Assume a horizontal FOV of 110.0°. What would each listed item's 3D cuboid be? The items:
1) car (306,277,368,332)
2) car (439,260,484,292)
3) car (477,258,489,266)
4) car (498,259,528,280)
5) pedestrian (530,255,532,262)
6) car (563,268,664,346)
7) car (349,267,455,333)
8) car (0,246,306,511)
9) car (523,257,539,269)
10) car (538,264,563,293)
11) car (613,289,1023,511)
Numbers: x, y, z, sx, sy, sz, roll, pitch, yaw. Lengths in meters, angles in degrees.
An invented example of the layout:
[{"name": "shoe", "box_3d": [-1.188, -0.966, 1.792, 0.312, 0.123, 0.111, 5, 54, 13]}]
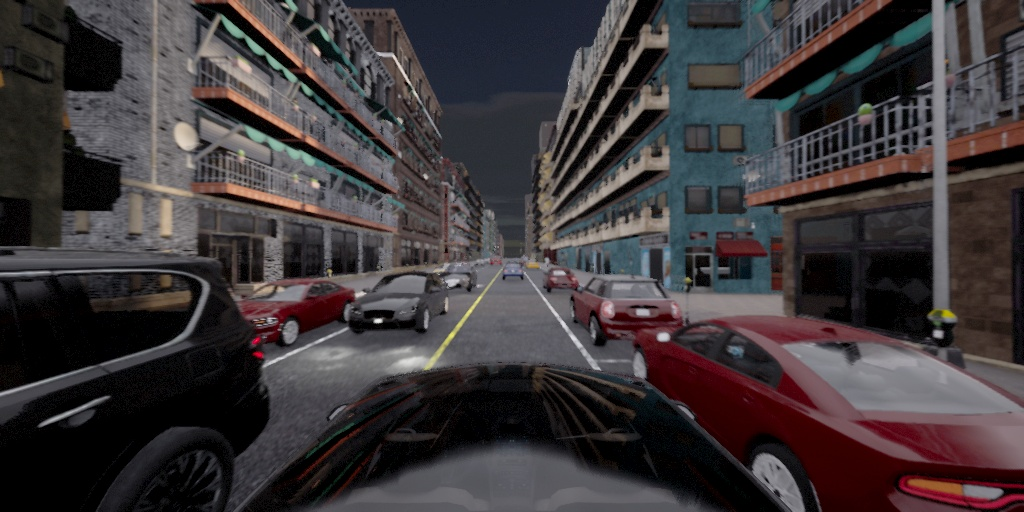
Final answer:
[{"name": "car", "box_3d": [-5.694, 1.285, 9.338, 1.888, 1.381, 4.507, 0, 0, 0]}, {"name": "car", "box_3d": [-3.100, 1.218, 21.187, 2.128, 1.511, 4.902, 0, 0, 0]}, {"name": "car", "box_3d": [-5.721, 1.231, 64.572, 2.007, 1.370, 4.403, 0, 0, 0]}, {"name": "car", "box_3d": [0.081, 1.263, 31.119, 2.033, 1.411, 5.357, 0, 0, 0]}, {"name": "pedestrian", "box_3d": [2.973, 0.735, 55.340, 0.375, 1.860, 0.375, 1, 0, 0]}, {"name": "car", "box_3d": [2.687, 1.180, 9.329, 1.967, 1.591, 4.097, 0, 0, 0]}, {"name": "car", "box_3d": [-3.103, 1.243, 10.740, 1.837, 1.490, 4.892, 0, 0, 0]}, {"name": "car", "box_3d": [-3.100, 0.973, 0.685, 2.150, 2.045, 5.566, 0, 0, 0]}, {"name": "car", "box_3d": [2.974, 1.149, 52.337, 1.801, 1.575, 5.366, 0, 0, 0]}, {"name": "car", "box_3d": [2.682, 1.309, 20.375, 1.802, 1.307, 4.207, 0, 0, 0]}, {"name": "car", "box_3d": [2.690, 1.293, 3.805, 1.888, 1.381, 4.507, 0, 0, 0]}]
